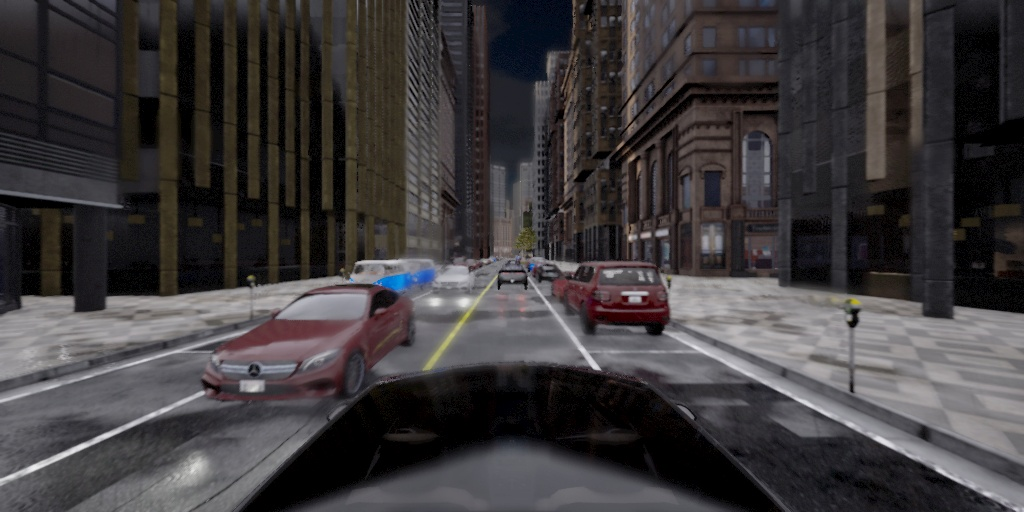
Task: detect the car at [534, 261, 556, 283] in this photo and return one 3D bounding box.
[{"bbox_3d":[2.755,1.292,27.292,1.948,1.339,4.313,0,0,0],"label":"car"}]

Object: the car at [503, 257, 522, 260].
[{"bbox_3d":[0.085,1.238,46.857,1.812,1.442,4.674,0,0,0],"label":"car"}]

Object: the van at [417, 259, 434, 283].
[{"bbox_3d":[-5.768,1.072,21.654,1.690,1.789,3.998,0,0,0],"label":"van"}]

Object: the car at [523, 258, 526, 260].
[{"bbox_3d":[2.750,1.292,49.766,1.802,1.307,4.207,0,0,0],"label":"car"}]

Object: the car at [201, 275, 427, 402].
[{"bbox_3d":[-3.092,1.272,6.599,1.812,1.442,4.674,0,0,0],"label":"car"}]

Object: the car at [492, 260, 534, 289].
[{"bbox_3d":[0.042,1.222,22.859,2.128,1.511,4.902,0,0,1],"label":"car"}]

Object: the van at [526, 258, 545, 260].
[{"bbox_3d":[2.753,1.059,38.529,1.690,1.789,3.998,0,0,0],"label":"van"}]

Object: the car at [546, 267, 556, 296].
[{"bbox_3d":[2.758,1.318,16.056,1.802,1.307,4.207,0,0,0],"label":"car"}]

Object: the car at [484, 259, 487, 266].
[{"bbox_3d":[-5.778,1.269,60.986,1.948,1.339,4.313,0,0,0],"label":"car"}]

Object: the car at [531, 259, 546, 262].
[{"bbox_3d":[2.754,1.267,32.911,1.888,1.381,4.507,0,0,0],"label":"car"}]

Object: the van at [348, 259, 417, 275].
[{"bbox_3d":[-5.767,1.077,16.036,1.690,1.789,3.998,0,0,0],"label":"van"}]

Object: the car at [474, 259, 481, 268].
[{"bbox_3d":[-5.775,1.150,49.749,1.967,1.591,4.097,0,0,0],"label":"car"}]

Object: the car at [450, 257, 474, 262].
[{"bbox_3d":[-5.772,1.033,38.511,2.192,1.841,5.009,0,0,0],"label":"car"}]

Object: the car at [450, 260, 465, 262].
[{"bbox_3d":[-5.771,1.288,32.892,1.948,1.339,4.313,0,0,0],"label":"car"}]

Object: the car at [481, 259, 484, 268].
[{"bbox_3d":[-5.776,1.252,55.367,1.888,1.381,4.507,0,0,0],"label":"car"}]

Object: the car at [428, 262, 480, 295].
[{"bbox_3d":[-3.017,1.259,19.574,1.812,1.442,4.674,0,0,0],"label":"car"}]

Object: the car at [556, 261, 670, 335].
[{"bbox_3d":[2.760,1.056,10.438,2.192,1.841,5.009,0,0,0],"label":"car"}]
